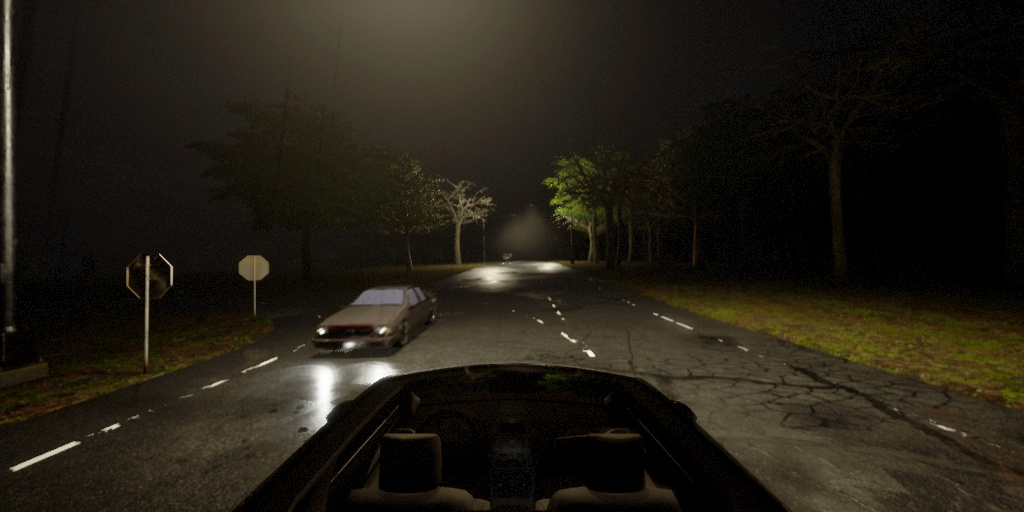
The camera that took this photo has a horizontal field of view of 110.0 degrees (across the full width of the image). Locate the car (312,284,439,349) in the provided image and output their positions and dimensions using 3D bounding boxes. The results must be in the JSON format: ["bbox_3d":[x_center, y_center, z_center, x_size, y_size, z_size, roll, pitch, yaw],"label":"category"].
[{"bbox_3d":[-3.523,1.568,10.502,2.033,1.411,5.357,-1,0,1],"label":"car"}]
